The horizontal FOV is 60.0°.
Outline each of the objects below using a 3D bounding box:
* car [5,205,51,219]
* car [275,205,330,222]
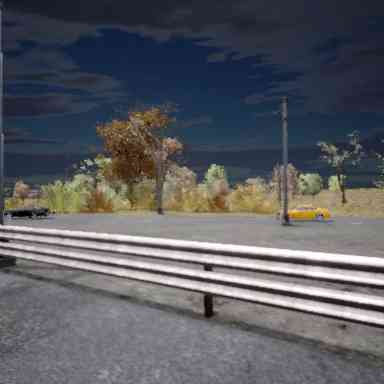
[{"bbox_3d":[-18.484,2.190,37.415,5.008,1.535,1.882,0,0,11],"label":"car"},{"bbox_3d":[10.603,1.999,32.057,5.008,1.535,1.882,0,0,10],"label":"car"}]
